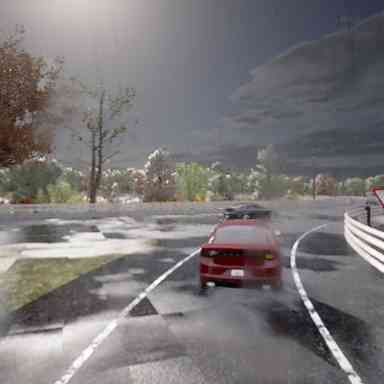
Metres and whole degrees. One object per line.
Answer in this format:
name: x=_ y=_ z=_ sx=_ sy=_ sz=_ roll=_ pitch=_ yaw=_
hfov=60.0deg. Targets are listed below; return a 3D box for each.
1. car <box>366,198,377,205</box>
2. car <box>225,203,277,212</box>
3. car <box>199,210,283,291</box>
car: x=36.618 y=1.842 z=67.732 sx=2.033 sy=1.411 sz=5.357 roll=0 pitch=0 yaw=31
car: x=4.742 y=1.618 z=26.489 sx=4.892 sy=1.490 sz=1.837 roll=0 pitch=0 yaw=-31
car: x=1.446 y=1.518 z=9.288 sx=1.882 sy=1.535 sz=5.008 roll=0 pitch=0 yaw=12
